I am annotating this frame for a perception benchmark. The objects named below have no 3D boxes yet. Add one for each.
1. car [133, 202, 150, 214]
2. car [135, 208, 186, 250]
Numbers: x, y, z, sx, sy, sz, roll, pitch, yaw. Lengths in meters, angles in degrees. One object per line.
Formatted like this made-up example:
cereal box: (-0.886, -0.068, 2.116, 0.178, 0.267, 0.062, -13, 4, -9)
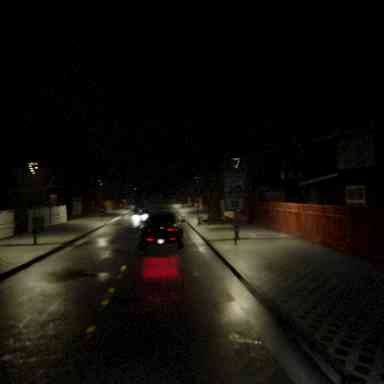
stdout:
car: (-6.466, 2.032, 42.872, 2.128, 1.511, 4.902, -2, 0, -5)
car: (-1.373, 1.717, 15.419, 1.837, 1.490, 4.892, -1, -1, -3)
